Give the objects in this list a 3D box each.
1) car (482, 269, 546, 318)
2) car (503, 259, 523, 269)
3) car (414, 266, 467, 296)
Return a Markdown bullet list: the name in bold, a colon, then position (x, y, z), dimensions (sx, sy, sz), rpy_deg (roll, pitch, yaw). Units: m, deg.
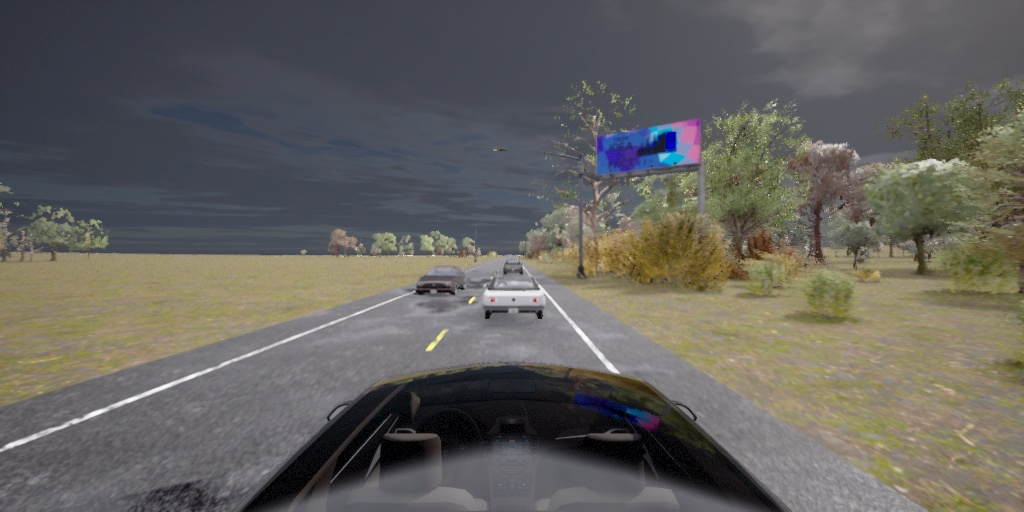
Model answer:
- **car**: position (0.066, 1.299, 12.647), dimensions (1.895, 1.301, 4.718), rpy_deg (0, 0, 0)
- **car**: position (0.103, 1.079, 36.027), dimensions (2.128, 1.511, 4.902), rpy_deg (0, 0, 0)
- **car**: position (-3.535, 1.217, 18.856), dimensions (2.033, 1.411, 5.357), rpy_deg (0, 0, 1)
